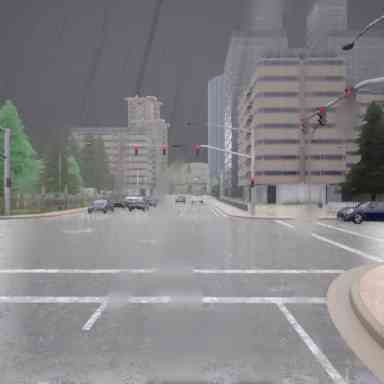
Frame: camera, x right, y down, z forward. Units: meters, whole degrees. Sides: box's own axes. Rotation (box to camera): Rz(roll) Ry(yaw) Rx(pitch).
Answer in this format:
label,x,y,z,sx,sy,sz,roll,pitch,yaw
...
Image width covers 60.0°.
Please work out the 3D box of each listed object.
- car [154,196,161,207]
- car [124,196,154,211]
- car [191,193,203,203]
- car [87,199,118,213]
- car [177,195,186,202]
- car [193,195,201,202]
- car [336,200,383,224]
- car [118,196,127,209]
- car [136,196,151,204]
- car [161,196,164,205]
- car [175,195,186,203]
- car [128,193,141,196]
label,x,y,z,sx,sy,sz,roll,pitch,yaw
car,-6.231,1.564,49.479,1.994,1.385,4.181,0,0,0
car,-6.325,1.547,40.272,2.033,1.411,5.357,0,0,1
car,1.037,1.221,66.915,2.150,2.045,5.566,0,0,1
car,-9.847,1.526,36.394,1.812,1.442,4.674,0,0,1
car,-2.361,1.478,77.288,1.882,1.535,5.008,0,0,1
car,1.132,1.521,76.600,1.812,1.442,4.674,0,0,1
car,12.948,1.352,24.066,4.553,1.767,2.097,0,0,1
car,-9.773,1.601,45.494,1.895,1.301,4.718,0,0,1
car,-9.511,1.491,65.686,2.128,1.511,4.902,0,0,1
car,-6.105,1.477,59.936,1.882,1.535,5.008,0,0,0
car,-2.349,1.564,68.332,1.994,1.385,4.181,0,0,1
car,-9.660,1.221,55.454,2.150,2.045,5.566,0,0,1
